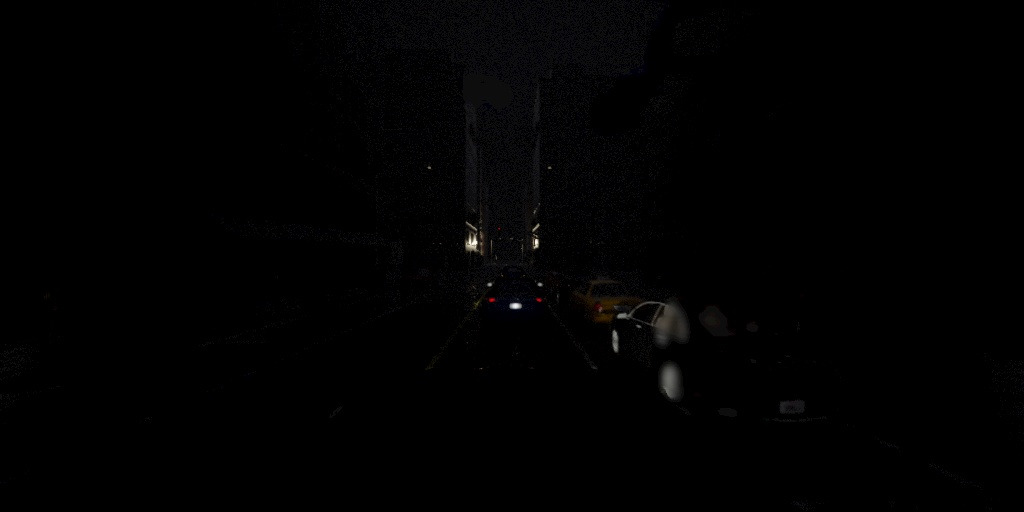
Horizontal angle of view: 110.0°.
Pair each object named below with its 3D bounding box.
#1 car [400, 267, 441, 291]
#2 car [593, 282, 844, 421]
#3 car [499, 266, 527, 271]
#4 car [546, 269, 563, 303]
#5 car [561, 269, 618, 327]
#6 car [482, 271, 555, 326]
[{"bbox_3d":[-5.668,1.398,22.602,1.888,1.381,4.507,0,0,0],"label":"car"},{"bbox_3d":[2.873,1.322,5.844,2.007,1.370,4.403,0,0,0],"label":"car"},{"bbox_3d":[0.097,1.391,25.043,1.812,1.442,4.674,0,0,0],"label":"car"},{"bbox_3d":[2.876,1.392,17.016,1.948,1.339,4.313,0,0,0],"label":"car"},{"bbox_3d":[2.875,1.324,11.600,1.751,1.417,4.829,0,0,0],"label":"car"},{"bbox_3d":[0.100,1.364,11.891,1.994,1.385,4.181,0,0,0],"label":"car"}]
